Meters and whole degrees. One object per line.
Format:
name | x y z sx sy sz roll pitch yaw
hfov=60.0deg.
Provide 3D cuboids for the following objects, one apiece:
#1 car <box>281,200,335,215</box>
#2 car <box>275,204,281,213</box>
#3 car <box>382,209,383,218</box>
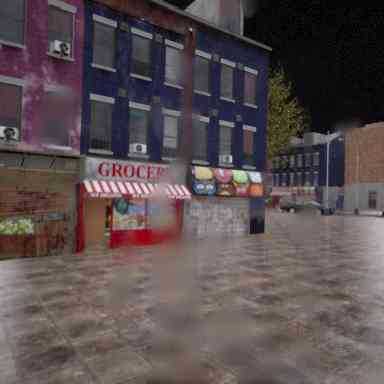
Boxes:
car | 11.910 1.566 33.618 1.882 1.535 5.008 2 -2 -35
car | 11.900 1.730 38.763 1.837 1.490 4.892 2 -2 -35
car | 17.264 1.587 25.981 1.994 1.385 4.181 2 -2 -35
